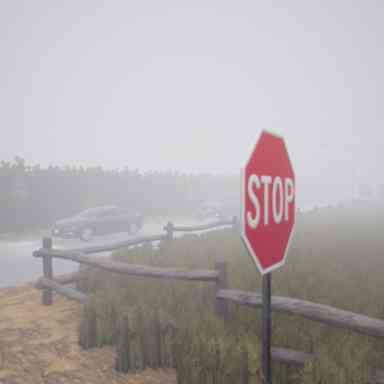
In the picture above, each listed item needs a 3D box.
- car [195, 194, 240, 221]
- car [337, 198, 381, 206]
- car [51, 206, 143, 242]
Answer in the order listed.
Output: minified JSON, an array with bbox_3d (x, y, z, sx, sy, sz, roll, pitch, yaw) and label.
[{"bbox_3d":[2.515,1.192,26.475,2.150,2.045,5.566,0,0,36],"label":"car"},{"bbox_3d":[20.236,1.387,40.247,4.718,1.301,1.895,-1,1,1],"label":"car"},{"bbox_3d":[-4.553,1.490,16.613,1.837,1.490,4.892,0,0,36],"label":"car"}]
